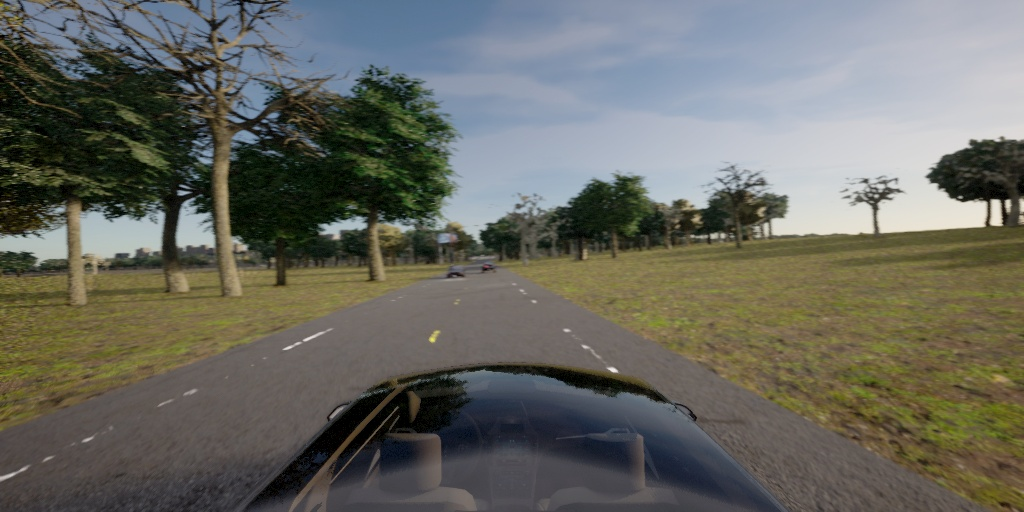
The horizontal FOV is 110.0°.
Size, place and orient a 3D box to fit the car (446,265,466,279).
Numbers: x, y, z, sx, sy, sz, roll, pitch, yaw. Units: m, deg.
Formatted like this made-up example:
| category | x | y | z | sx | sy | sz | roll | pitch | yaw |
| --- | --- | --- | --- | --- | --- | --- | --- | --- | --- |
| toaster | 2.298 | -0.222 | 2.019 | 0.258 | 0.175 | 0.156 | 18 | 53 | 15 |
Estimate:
| category | x | y | z | sx | sy | sz | roll | pitch | yaw |
| --- | --- | --- | --- | --- | --- | --- | --- | --- | --- |
| car | -6.194 | 1.721 | 40.223 | 2.033 | 1.411 | 5.357 | -2 | 0 | -4 |

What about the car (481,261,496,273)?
| category | x | y | z | sx | sy | sz | roll | pitch | yaw |
| --- | --- | --- | --- | --- | --- | --- | --- | --- | --- |
| car | -3.274 | 1.583 | 50.593 | 1.837 | 1.490 | 4.892 | -2 | -1 | -4 |
